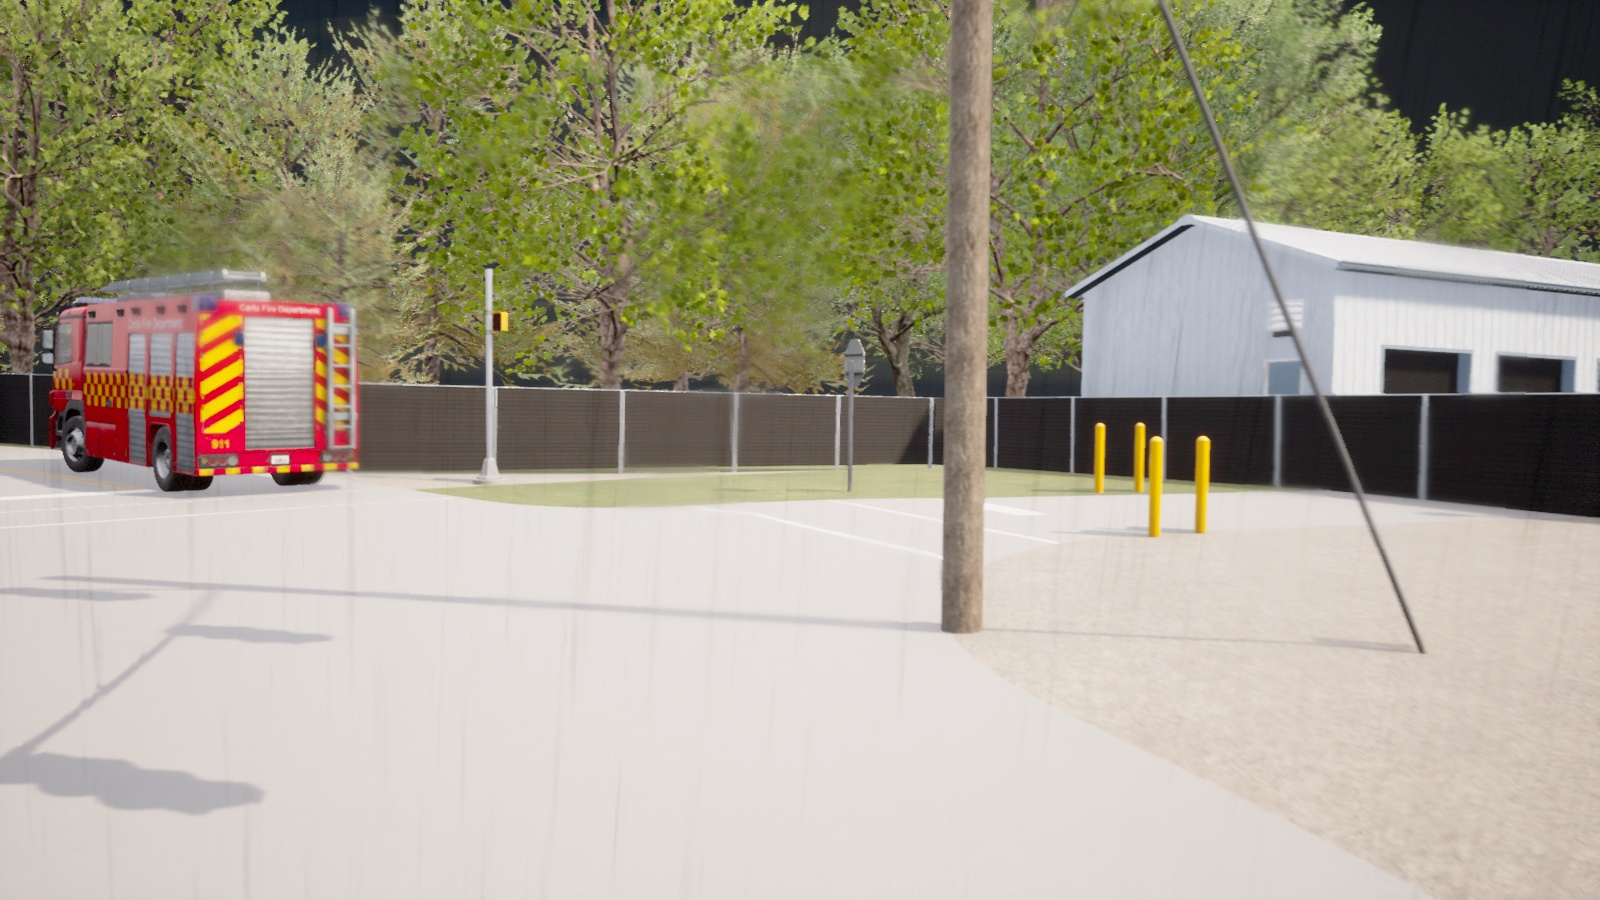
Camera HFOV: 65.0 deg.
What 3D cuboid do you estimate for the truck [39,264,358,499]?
[{"bbox_3d":[-11.972,-1.386,24.495,8.468,3.827,2.891,5,5,45],"label":"truck"}]
